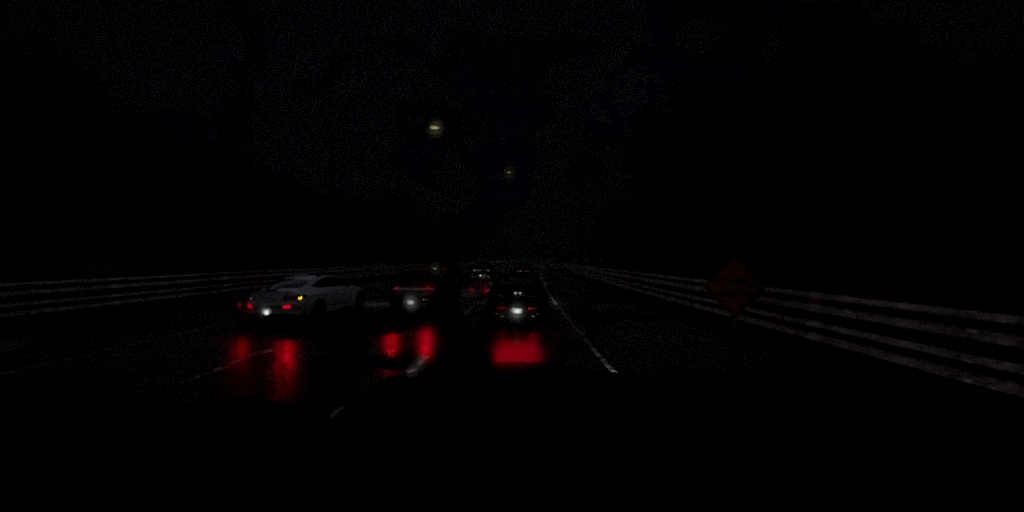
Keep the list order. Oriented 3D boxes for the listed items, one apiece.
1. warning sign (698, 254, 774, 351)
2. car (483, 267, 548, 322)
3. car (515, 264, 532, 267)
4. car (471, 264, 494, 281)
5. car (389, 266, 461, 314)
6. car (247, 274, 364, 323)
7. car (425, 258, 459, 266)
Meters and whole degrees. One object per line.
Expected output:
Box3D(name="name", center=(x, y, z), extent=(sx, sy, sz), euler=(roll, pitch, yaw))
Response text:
Box3D(name="warning sign", center=(4.570, 0.895, 7.395), extent=(1.300, 1.860, 1.060), euler=(0, 0, 1))
Box3D(name="car", center=(0.215, 1.317, 12.604), extent=(1.837, 1.490, 4.892), euler=(0, 0, 1))
Box3D(name="car", center=(1.043, 1.442, 32.127), extent=(1.837, 1.490, 4.892), euler=(0, 0, 4))
Box3D(name="car", center=(-2.458, 1.428, 32.210), extent=(2.128, 1.511, 4.902), euler=(0, 0, 4))
Box3D(name="car", center=(-3.243, 1.314, 14.153), extent=(2.128, 1.511, 4.902), euler=(0, 0, 2))
Box3D(name="car", center=(-6.792, 1.335, 12.305), extent=(1.812, 1.442, 4.674), euler=(0, 0, 1))
Box3D(name="car", center=(-6.027, 1.153, 31.375), extent=(2.150, 2.045, 5.566), euler=(0, 0, 3))
